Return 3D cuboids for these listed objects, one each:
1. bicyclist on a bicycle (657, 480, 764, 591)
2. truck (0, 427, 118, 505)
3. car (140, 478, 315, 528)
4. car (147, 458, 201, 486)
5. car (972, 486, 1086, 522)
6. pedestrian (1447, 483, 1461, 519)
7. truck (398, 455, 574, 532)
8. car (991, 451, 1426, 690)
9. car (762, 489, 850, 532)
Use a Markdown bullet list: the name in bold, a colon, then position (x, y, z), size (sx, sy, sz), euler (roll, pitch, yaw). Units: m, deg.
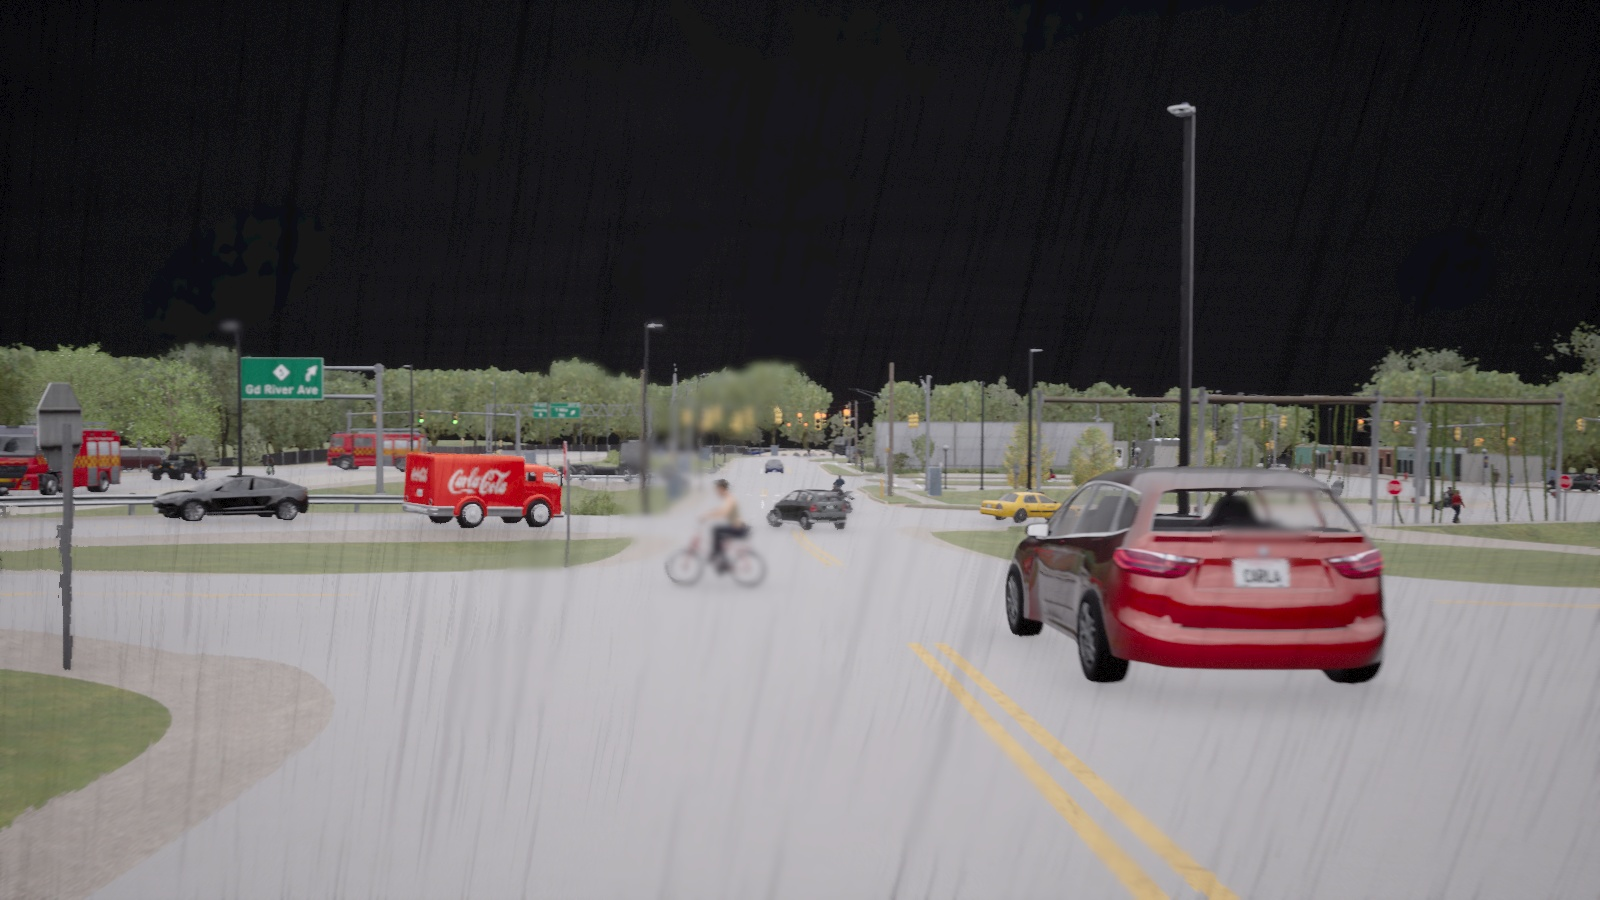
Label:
- **bicyclist on a bicycle**: position (-1.334, 1.269, 18.994), size (1.509, 1.612, 0.866), euler (0, 0, 3)
- **truck**: position (-39.135, 0.742, 65.287), size (2.891, 3.827, 8.468), euler (0, 1, -2)
- **car**: position (-18.882, 1.720, 41.575), size (2.163, 1.488, 4.792), euler (1, 0, 44)
- **car**: position (-43.252, 1.503, 86.838), size (1.905, 1.878, 3.866), euler (0, 1, -2)
- **car**: position (11.168, 2.627, 61.205), size (5.366, 1.575, 1.801), euler (1, 1, -25)
- **pedestrian**: position (34.491, 2.689, 66.236), size (0.636, 1.846, 0.331), euler (-1, 2, -26)
- **truck**: position (-10.880, 1.501, 43.714), size (5.204, 2.467, 2.627), euler (2, 0, -42)
- **car**: position (3.225, 0.903, 11.140), size (2.242, 1.667, 4.611), euler (0, -2, -1)
- **car**: position (0.196, 2.303, 48.538), size (1.789, 1.549, 3.705), euler (1, -2, -29)
